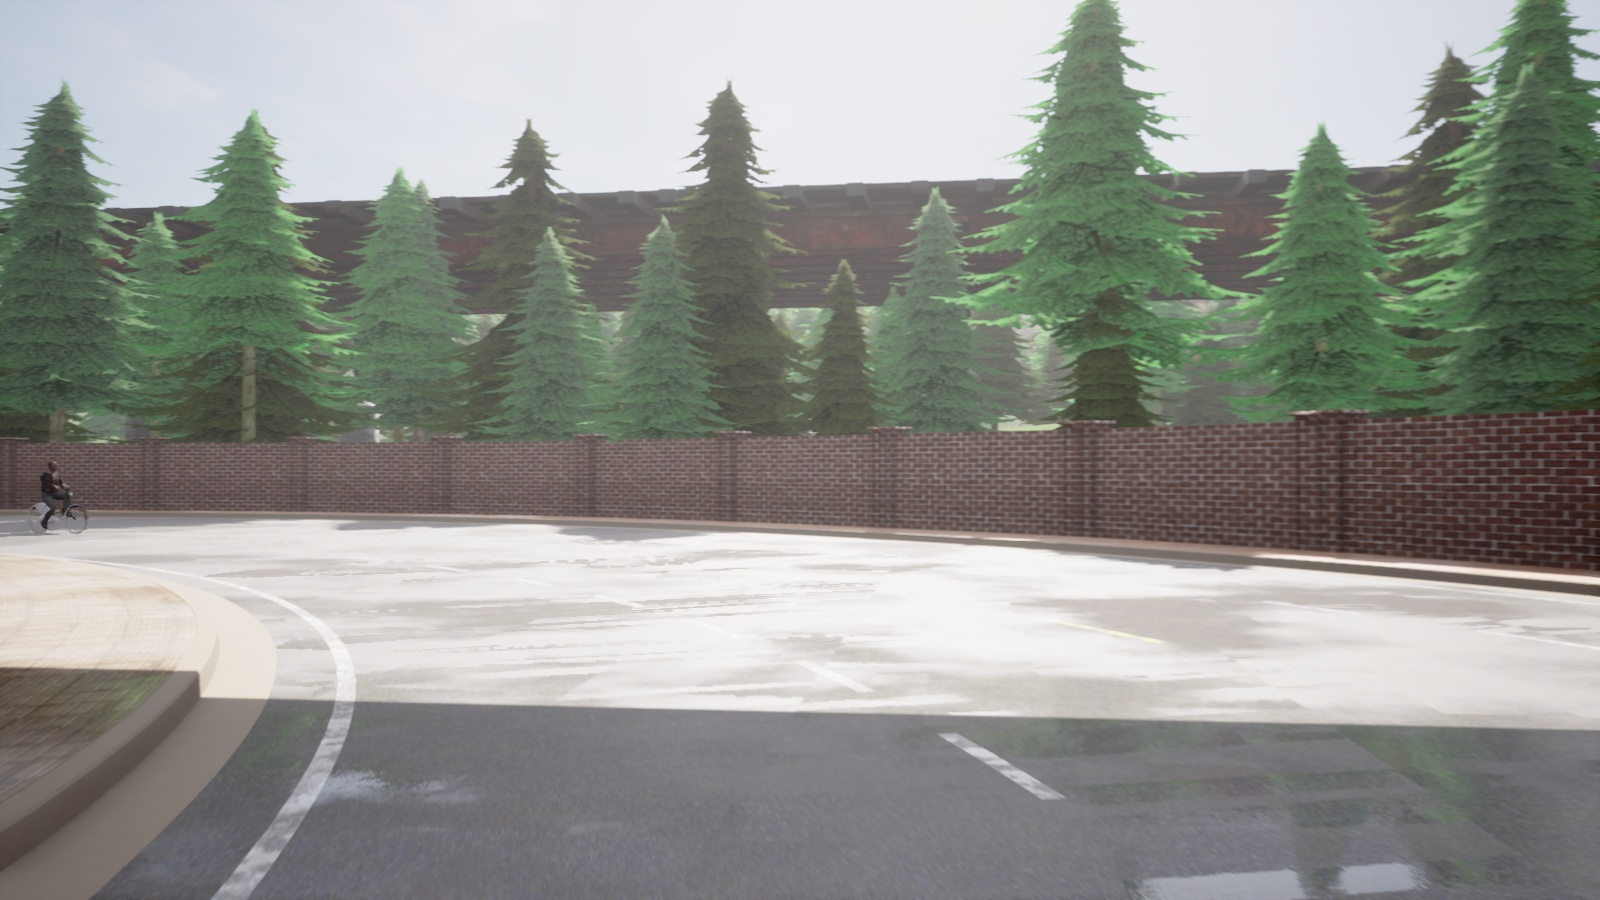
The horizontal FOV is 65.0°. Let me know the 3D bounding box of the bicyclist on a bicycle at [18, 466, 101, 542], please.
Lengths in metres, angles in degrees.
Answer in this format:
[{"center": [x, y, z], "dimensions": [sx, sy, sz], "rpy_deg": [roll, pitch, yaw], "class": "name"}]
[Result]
[{"center": [-17.839, 1.290, 30.241], "dimensions": [1.843, 1.776, 0.659], "rpy_deg": [-1, -1, 18], "class": "bicyclist on a bicycle"}]
